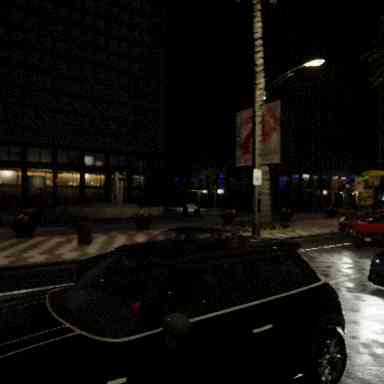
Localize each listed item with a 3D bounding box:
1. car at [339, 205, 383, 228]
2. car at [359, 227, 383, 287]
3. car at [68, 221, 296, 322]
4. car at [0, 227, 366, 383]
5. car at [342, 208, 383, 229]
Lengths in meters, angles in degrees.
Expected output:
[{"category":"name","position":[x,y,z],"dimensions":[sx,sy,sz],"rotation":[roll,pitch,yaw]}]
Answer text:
[{"category":"car","position":[10.663,1.569,19.602],"dimensions":[4.553,1.767,2.185],"rotation":[1,0,-36]},{"category":"car","position":[6.240,1.669,8.294],"dimensions":[4.181,1.385,1.994],"rotation":[1,0,-35]},{"category":"car","position":[-0.009,1.598,8.200],"dimensions":[5.357,1.411,2.033],"rotation":[1,0,-35]},{"category":"car","position":[-0.330,1.370,3.702],"dimensions":[4.553,1.767,2.097],"rotation":[1,0,-35]},{"category":"car","position":[9.020,1.647,14.647],"dimensions":[5.008,1.535,1.882],"rotation":[1,-1,-35]}]
